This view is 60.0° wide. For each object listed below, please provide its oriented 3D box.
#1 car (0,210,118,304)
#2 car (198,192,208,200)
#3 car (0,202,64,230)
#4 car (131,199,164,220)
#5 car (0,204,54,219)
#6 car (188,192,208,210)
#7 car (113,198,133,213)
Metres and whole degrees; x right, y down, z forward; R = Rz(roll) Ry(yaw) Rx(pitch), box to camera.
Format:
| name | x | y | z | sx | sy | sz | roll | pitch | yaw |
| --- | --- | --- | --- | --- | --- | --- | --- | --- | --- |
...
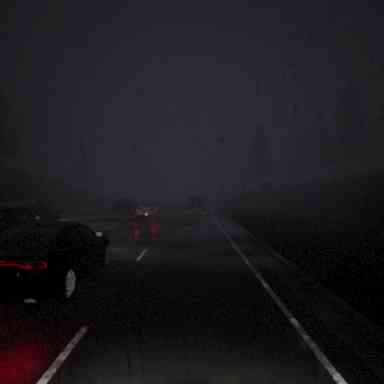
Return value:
| name | x | y | z | sx | sy | sz | roll | pitch | yaw |
| --- | --- | --- | --- | --- | --- | --- | --- | --- | --- |
| car | -3.403 | 1.445 | 8.158 | 1.882 | 1.535 | 5.008 | 0 | 0 | 0 |
| car | 2.632 | 0.915 | 79.626 | 2.150 | 2.045 | 5.566 | 0 | 0 | 3 |
| car | -10.391 | 1.462 | 21.711 | 2.033 | 1.411 | 5.357 | 0 | 0 | 0 |
| car | -3.327 | 1.421 | 26.819 | 1.812 | 1.442 | 4.674 | 0 | 0 | 1 |
| car | -6.903 | 1.303 | 12.376 | 2.097 | 1.767 | 4.553 | 0 | 0 | 0 |
| car | 0.627 | 1.194 | 40.432 | 2.097 | 1.767 | 4.553 | 0 | 0 | 2 |
| car | -6.641 | 1.345 | 33.909 | 1.882 | 1.535 | 5.008 | 0 | 0 | 2 |
